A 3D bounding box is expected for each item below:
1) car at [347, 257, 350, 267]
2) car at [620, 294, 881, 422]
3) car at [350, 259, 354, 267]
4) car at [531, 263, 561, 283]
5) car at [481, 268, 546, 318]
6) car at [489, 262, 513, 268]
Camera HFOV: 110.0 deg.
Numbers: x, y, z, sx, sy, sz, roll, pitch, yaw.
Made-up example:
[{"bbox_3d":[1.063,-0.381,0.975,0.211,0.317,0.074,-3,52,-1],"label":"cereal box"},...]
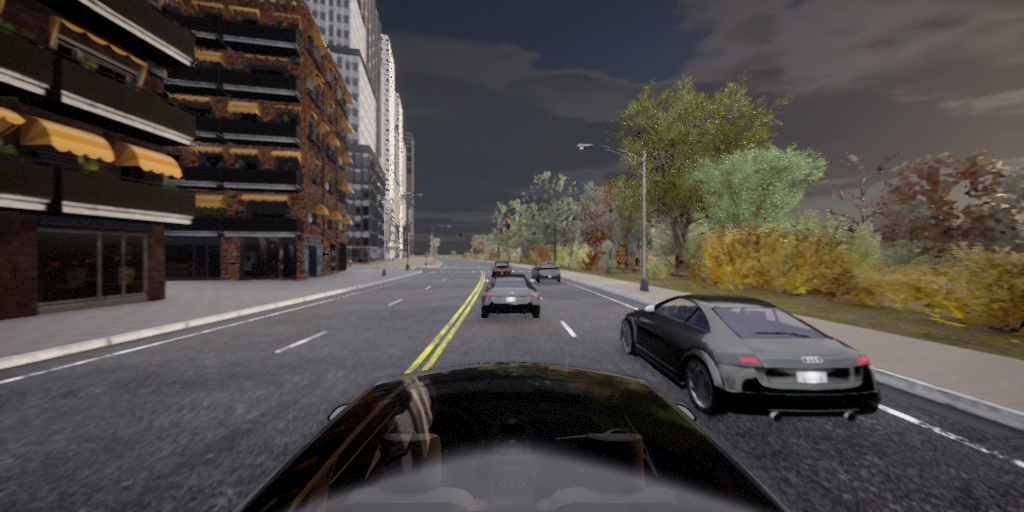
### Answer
[{"bbox_3d":[-24.803,1.031,47.912,4.829,1.417,1.751,0,0,-13],"label":"car"},{"bbox_3d":[3.299,1.314,5.971,1.994,1.385,4.181,0,0,-1],"label":"car"},{"bbox_3d":[-27.132,0.910,56.147,4.097,1.591,1.967,0,0,-13],"label":"car"},{"bbox_3d":[2.585,1.265,27.985,2.128,1.511,4.902,0,0,-3],"label":"car"},{"bbox_3d":[-0.082,1.329,13.197,1.994,1.385,4.181,0,0,-1],"label":"car"},{"bbox_3d":[-1.006,1.288,33.530,1.837,1.490,4.892,0,0,-4],"label":"car"}]
